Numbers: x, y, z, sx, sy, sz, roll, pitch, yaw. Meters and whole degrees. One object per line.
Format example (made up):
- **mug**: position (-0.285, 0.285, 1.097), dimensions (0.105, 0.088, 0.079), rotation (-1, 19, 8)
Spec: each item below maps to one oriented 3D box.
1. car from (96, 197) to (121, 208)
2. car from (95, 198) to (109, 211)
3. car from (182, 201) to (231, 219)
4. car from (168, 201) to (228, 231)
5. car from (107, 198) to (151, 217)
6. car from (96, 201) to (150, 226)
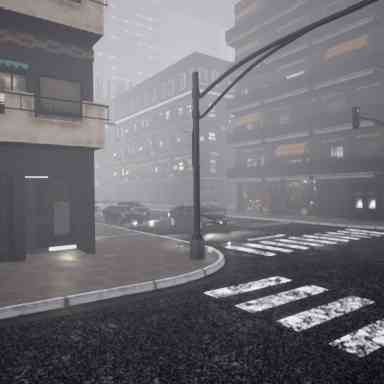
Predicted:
- **car**: position (-11.906, 1.517, 47.228), dimensions (1.887, 1.381, 4.507), rotation (-1, 1, -36)
- **car**: position (-11.347, 1.567, 37.244), dimensions (1.812, 1.442, 4.674), rotation (-1, 1, -36)
- **car**: position (1.198, 1.511, 29.152), dimensions (2.008, 1.369, 4.403), rotation (-1, 1, -36)
- **car**: position (0.267, 1.533, 21.209), dimensions (1.837, 1.490, 4.892), rotation (-1, 1, -36)
- **car**: position (-5.300, 1.539, 28.887), dimensions (1.837, 1.490, 4.892), rotation (-1, 1, -36)
- **car**: position (-5.182, 1.631, 24.527), dimensions (1.947, 1.339, 4.313), rotation (-1, 1, -36)
